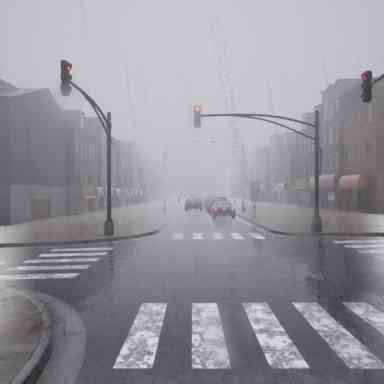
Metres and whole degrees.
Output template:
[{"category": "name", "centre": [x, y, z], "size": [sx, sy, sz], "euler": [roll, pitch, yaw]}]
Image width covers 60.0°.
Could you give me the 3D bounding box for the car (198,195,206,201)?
[{"category": "car", "centre": [2.833, 1.712, 94.450], "size": [1.967, 1.590, 4.097], "euler": [-1, 0, 0]}]

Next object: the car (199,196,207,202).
[{"category": "car", "centre": [2.811, 1.801, 83.644], "size": [1.802, 1.307, 4.206], "euler": [-1, 0, 0]}]

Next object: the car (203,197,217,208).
[{"category": "car", "centre": [2.740, 1.531, 51.231], "size": [1.967, 1.590, 4.097], "euler": [-1, 0, 0]}]

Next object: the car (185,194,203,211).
[{"category": "car", "centre": [0.193, 1.418, 42.963], "size": [2.097, 1.767, 4.553], "euler": [0, 0, 0]}]

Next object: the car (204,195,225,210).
[{"category": "car", "centre": [2.704, 1.360, 35.024], "size": [2.192, 1.841, 5.009], "euler": [-1, 0, 0]}]

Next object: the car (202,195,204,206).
[{"category": "car", "centre": [2.715, 1.374, 40.426], "size": [2.192, 1.841, 5.009], "euler": [-1, 0, 0]}]

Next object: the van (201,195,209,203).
[{"category": "van", "centre": [2.785, 1.512, 72.841], "size": [1.690, 1.788, 3.998], "euler": [-1, 0, 0]}]

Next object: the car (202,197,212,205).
[{"category": "car", "centre": [2.764, 1.654, 62.205], "size": [1.752, 1.417, 4.829], "euler": [-1, 0, 0]}]

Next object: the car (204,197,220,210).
[{"category": "car", "centre": [2.728, 1.514, 45.828], "size": [1.967, 1.590, 4.097], "euler": [-1, 0, 0]}]

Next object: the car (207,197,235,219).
[{"category": "car", "centre": [2.693, 1.473, 29.621], "size": [1.967, 1.590, 4.097], "euler": [-1, 0, 0]}]

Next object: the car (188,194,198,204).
[{"category": "car", "centre": [0.238, 1.369, 68.119], "size": [2.150, 2.045, 5.566], "euler": [0, -1, 1]}]

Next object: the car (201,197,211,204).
[{"category": "car", "centre": [2.776, 1.675, 67.607], "size": [1.752, 1.417, 4.829], "euler": [-1, 0, 0]}]
